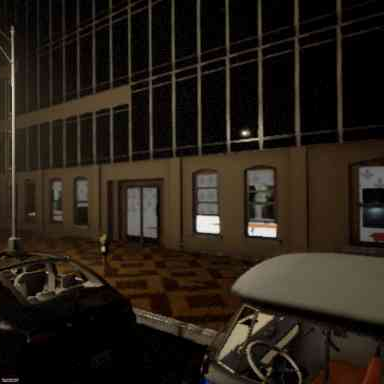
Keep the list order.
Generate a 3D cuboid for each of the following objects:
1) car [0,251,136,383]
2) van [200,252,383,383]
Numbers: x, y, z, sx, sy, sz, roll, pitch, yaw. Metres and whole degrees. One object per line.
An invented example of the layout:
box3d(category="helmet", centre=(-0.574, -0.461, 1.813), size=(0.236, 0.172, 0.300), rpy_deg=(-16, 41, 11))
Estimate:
box3d(category="car", centre=(-2.753, 1.557, 4.848), size=(4.403, 1.369, 2.008), rpy_deg=(0, -1, 35))
box3d(category="van", centre=(1.841, 1.340, 1.574), size=(3.998, 1.788, 1.690), rpy_deg=(0, -1, 35))
